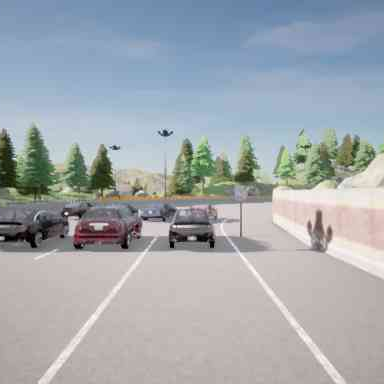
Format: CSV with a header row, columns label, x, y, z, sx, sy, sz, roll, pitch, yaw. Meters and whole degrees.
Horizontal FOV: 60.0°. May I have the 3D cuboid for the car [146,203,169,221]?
label,x,y,z,sx,sy,sz,roll,pitch,yaw
car,-2.552,1.562,26.968,2.033,1.411,5.357,0,0,12

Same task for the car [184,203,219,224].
label,x,y,z,sx,sy,sz,roll,pitch,yaw
car,0.875,1.615,26.255,1.895,1.301,4.718,0,0,12

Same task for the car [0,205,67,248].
label,x,y,z,sx,sy,sz,roll,pitch,yaw
car,-7.000,1.494,14.650,2.128,1.511,4.902,0,0,0

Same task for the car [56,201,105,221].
label,x,y,z,sx,sy,sz,roll,pitch,yaw
car,-9.393,1.532,28.450,1.812,1.442,4.674,0,0,12

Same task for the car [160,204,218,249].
label,x,y,z,sx,sy,sz,roll,pitch,yaw
car,0.000,1.494,14.650,2.128,1.511,4.902,0,0,0

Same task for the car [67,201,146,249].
label,x,y,z,sx,sy,sz,roll,pitch,yaw
car,-3.500,1.365,14.620,2.097,1.767,4.553,0,0,0

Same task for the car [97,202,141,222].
label,x,y,z,sx,sy,sz,roll,pitch,yaw
car,-5.973,1.571,27.709,1.994,1.385,4.181,0,0,12
